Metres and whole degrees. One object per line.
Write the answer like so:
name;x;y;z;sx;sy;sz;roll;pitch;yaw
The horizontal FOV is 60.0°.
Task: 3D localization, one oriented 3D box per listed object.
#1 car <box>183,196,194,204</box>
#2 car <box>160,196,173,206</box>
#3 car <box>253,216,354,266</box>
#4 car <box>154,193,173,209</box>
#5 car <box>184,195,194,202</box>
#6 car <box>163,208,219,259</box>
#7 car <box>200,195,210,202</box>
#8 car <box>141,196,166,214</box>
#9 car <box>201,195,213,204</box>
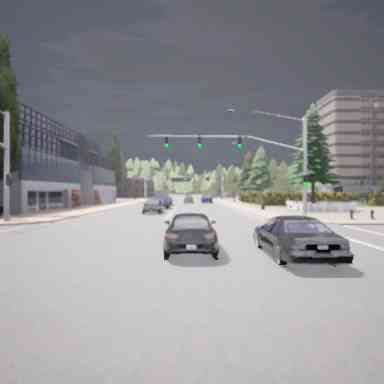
car;-0.602;1.454;62.185;2.033;1.411;5.357;0;0;0
car;-4.053;1.426;54.120;1.837;1.490;4.892;0;0;0
car;3.467;1.527;11.408;2.033;1.411;5.357;0;0;-1
car;-4.056;1.159;43.758;2.150;2.045;5.566;0;0;0
car;-0.670;1.444;72.519;1.994;1.385;4.181;0;0;0
car;-0.050;1.507;12.401;1.812;1.442;4.674;0;0;-1
car;2.829;1.388;72.605;1.837;1.490;4.892;0;0;0
car;-4.002;1.477;34.329;1.812;1.442;4.674;0;0;-1
car;2.895;1.381;62.464;1.882;1.535;5.008;0;0;0
